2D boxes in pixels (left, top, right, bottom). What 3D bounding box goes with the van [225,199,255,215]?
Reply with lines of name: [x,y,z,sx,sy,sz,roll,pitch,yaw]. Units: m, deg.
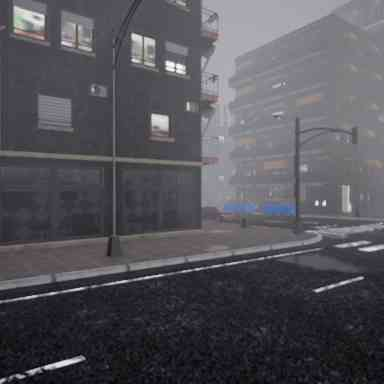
van: [5.377,1.682,38.156,1.690,1.788,3.998,-1,0,-36]

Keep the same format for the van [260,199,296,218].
van: [8.685,1.608,33.635,1.690,1.788,3.998,-1,0,-36]

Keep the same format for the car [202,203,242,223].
car: [1.938,1.878,28.728,1.802,1.307,4.206,-1,0,-36]
